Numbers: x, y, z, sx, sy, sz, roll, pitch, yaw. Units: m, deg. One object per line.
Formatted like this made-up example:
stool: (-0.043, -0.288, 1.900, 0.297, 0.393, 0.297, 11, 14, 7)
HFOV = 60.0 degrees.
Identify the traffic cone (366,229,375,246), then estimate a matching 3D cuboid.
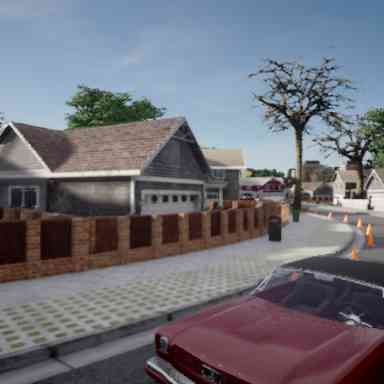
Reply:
traffic cone: (7.972, 2.091, 14.821, 0.340, 0.580, 0.340, 0, 0, 31)

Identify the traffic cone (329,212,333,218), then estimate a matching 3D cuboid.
traffic cone: (13.612, 2.216, 32.679, 0.340, 0.580, 0.340, 0, 0, 5)

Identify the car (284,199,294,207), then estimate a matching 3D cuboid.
car: (17.580, 1.955, 58.369, 2.033, 1.411, 5.357, 0, 0, -1)

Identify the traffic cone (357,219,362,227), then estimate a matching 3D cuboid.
traffic cone: (11.821, 2.157, 23.406, 0.340, 0.580, 0.340, 0, 0, 18)

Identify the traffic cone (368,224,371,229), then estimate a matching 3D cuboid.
traffic cone: (10.145, 2.125, 19.002, 0.340, 0.580, 0.340, 0, 0, 24)

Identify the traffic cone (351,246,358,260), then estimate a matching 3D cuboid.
traffic cone: (5.334, 2.057, 10.918, 0.340, 0.580, 0.340, 0, 0, 37)

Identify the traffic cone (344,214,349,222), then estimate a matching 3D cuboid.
traffic cone: (12.980, 2.187, 27.973, 0.340, 0.580, 0.340, 0, 0, 11)

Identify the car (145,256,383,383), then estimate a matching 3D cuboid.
car: (1.767, 1.641, 4.313, 4.718, 1.301, 1.895, 1, 0, -43)
